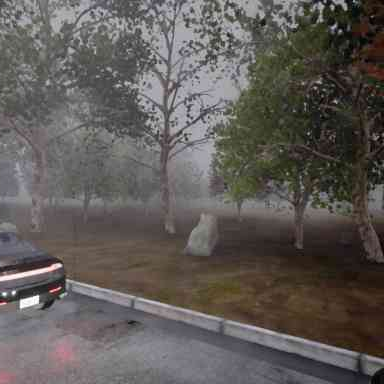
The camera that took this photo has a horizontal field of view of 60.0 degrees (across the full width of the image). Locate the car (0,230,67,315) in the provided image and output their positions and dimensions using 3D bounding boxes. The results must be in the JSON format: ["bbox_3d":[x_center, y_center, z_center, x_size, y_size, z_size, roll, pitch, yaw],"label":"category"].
[{"bbox_3d":[-4.503,1.501,6.593,4.902,1.511,2.128,0,0,36],"label":"car"}]

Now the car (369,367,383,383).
[{"bbox_3d":[3.227,1.490,1.075,4.902,1.511,2.128,0,0,36],"label":"car"}]
